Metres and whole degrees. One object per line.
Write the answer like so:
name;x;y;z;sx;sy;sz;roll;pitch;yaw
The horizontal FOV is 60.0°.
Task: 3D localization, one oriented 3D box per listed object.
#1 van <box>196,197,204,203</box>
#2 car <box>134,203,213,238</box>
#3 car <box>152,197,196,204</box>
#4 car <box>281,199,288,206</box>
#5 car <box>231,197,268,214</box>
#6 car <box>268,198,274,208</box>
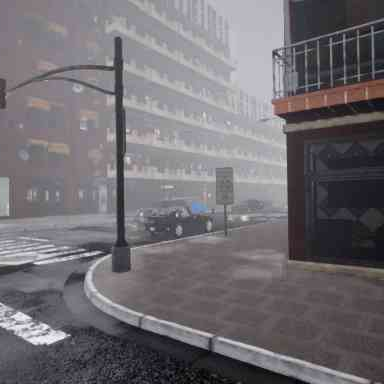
van;-0.448;1.365;30.466;1.690;1.788;3.998;-1;-1;36
car;-0.524;1.435;16.821;2.008;1.369;4.403;-1;-1;36
car;-2.055;1.338;23.991;2.097;1.767;4.553;-1;-1;36
car;15.673;1.495;52.971;1.752;1.417;4.829;-1;-1;36
car;5.859;1.435;35.023;1.882;1.535;5.008;-1;0;36
car;9.284;1.430;44.053;1.967;1.590;4.097;-1;-1;36
